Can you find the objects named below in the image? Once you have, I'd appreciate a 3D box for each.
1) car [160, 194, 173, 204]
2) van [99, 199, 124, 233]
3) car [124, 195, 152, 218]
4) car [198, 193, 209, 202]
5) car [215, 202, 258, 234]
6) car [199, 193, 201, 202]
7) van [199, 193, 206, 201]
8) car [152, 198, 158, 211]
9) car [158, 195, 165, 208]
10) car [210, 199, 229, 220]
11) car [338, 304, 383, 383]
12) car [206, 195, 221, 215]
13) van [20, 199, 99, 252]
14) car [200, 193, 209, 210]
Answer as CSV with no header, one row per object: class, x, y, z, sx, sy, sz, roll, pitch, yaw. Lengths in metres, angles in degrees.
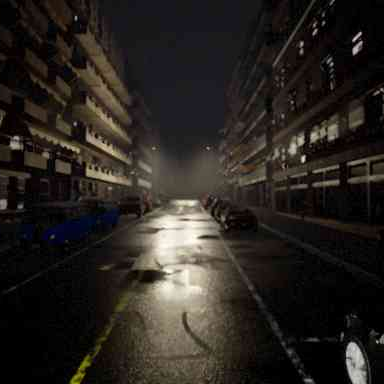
car,-5.336,1.216,63.166,2.192,1.841,5.009,1,0,0
van,-5.301,1.292,18.923,1.690,1.788,3.998,1,0,0
car,-5.309,1.244,29.983,2.192,1.841,5.009,1,0,0
car,2.501,1.216,74.180,2.192,1.841,5.009,1,0,0
car,2.575,1.489,18.868,1.887,1.381,4.507,1,0,0
car,2.516,1.337,52.054,1.967,1.590,4.097,1,0,0
van,2.496,1.248,79.712,1.690,1.788,3.998,1,0,0
car,-5.313,1.235,35.513,2.192,1.841,5.009,1,0,0
car,-5.328,1.472,46.576,1.947,1.339,4.313,1,0,0
car,2.570,1.478,24.398,1.887,1.381,4.507,1,0,0
car,2.587,1.541,2.276,2.008,1.369,4.403,1,0,0
car,2.576,1.363,29.929,1.967,1.590,4.097,1,0,0
van,-5.296,1.304,13.391,1.690,1.788,3.998,1,0,0
car,2.528,1.221,40.991,2.192,1.841,5.009,1,0,0
